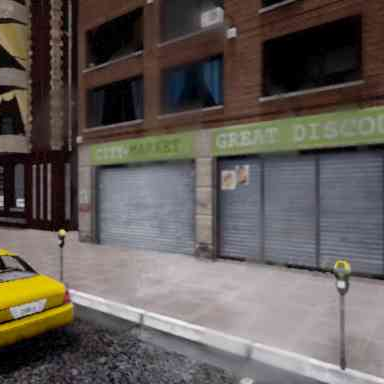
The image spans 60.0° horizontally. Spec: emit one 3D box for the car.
[{"bbox_3d":[-4.050,1.519,5.766,4.829,1.417,1.752,0,0,36],"label":"car"}]
